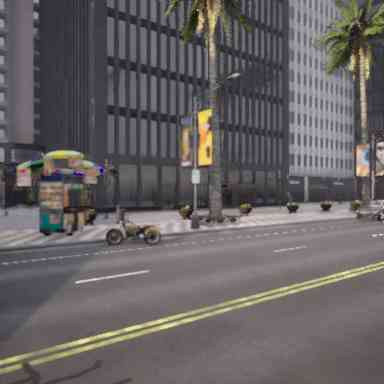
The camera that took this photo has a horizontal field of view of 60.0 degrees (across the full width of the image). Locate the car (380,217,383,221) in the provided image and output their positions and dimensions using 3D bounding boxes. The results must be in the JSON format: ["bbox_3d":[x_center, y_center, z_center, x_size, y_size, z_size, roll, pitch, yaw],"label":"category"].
[{"bbox_3d":[7.331,1.464,8.978,5.008,1.535,1.882,0,0,-35],"label":"car"}]

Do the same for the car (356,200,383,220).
[{"bbox_3d":[15.345,1.448,27.212,4.892,1.521,2.231,0,0,-35],"label":"car"}]
